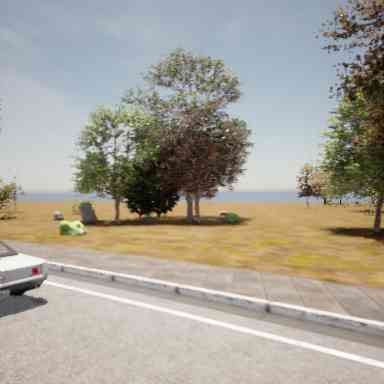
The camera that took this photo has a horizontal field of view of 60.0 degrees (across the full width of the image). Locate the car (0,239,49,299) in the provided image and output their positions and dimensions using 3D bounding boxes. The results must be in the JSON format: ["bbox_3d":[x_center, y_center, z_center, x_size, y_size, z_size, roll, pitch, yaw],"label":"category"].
[{"bbox_3d":[-5.379,1.604,7.252,4.718,1.301,1.895,0,0,31],"label":"car"}]
